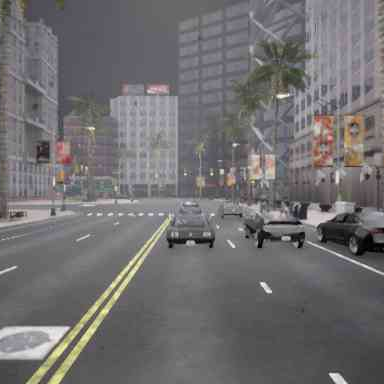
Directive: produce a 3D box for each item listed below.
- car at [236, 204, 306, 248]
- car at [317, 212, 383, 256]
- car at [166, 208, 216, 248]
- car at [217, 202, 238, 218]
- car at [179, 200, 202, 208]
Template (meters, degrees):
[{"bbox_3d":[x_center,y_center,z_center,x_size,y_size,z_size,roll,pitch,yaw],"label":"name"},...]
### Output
[{"bbox_3d":[3.446,1.492,14.651,2.128,1.511,4.902,0,0,0],"label":"car"},{"bbox_3d":[6.645,1.509,13.194,2.161,1.482,4.786,0,0,-1],"label":"car"},{"bbox_3d":[-0.054,1.613,14.661,1.895,1.301,4.718,0,0,0],"label":"car"},{"bbox_3d":[3.363,1.561,29.651,2.033,1.411,5.357,0,0,0],"label":"car"},{"bbox_3d":[-0.137,1.492,29.631,2.128,1.511,4.902,0,0,0],"label":"car"}]
